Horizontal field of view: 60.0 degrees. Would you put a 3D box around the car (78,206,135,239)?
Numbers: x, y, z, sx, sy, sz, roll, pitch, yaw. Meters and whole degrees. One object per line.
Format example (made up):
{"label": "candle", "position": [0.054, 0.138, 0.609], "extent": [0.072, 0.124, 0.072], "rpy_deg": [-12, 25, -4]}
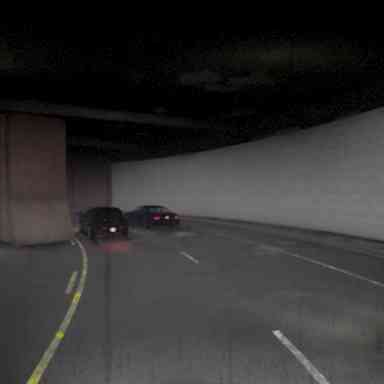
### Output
{"label": "car", "position": [-4.779, 1.512, 17.639], "extent": [1.837, 1.490, 4.892], "rpy_deg": [0, 0, -27]}

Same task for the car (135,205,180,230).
{"label": "car", "position": [-2.740, 1.531, 21.357], "extent": [2.033, 1.411, 5.357], "rpy_deg": [-1, 0, -31]}

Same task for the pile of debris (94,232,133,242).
{"label": "pile of debris", "position": [-3.837, 2.181, 16.151], "extent": [1.500, 0.140, 1.860], "rpy_deg": [-1, 0, -25]}
